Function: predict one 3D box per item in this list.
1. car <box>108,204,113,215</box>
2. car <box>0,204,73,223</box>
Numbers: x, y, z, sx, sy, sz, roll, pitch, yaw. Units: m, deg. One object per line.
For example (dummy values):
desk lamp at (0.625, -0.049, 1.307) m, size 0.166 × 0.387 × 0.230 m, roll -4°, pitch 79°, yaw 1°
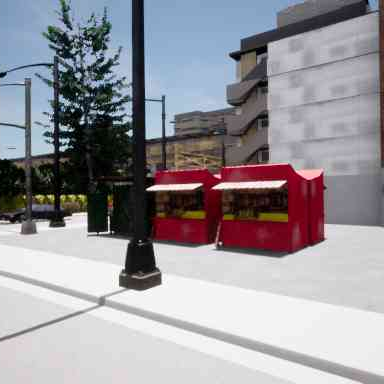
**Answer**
car at (-6.889, 1.489, 34.575) m, size 2.097 × 1.767 × 4.553 m, roll -1°, pitch -1°, yaw 36°
car at (-12.420, 1.685, 26.929) m, size 2.033 × 1.411 × 5.357 m, roll -1°, pitch -1°, yaw 36°
